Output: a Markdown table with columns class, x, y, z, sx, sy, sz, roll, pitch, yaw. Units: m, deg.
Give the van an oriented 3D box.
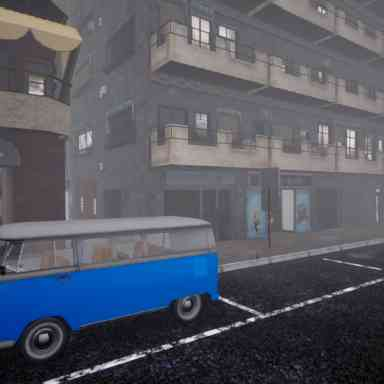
| class | x | y | z | sx | sy | sz | roll | pitch | yaw |
| --- | --- | --- | --- | --- | --- | --- | --- | --- | --- |
| van | -1.416 | 1.341 | 5.557 | 3.998 | 1.788 | 1.690 | 0 | 0 | -35 |
